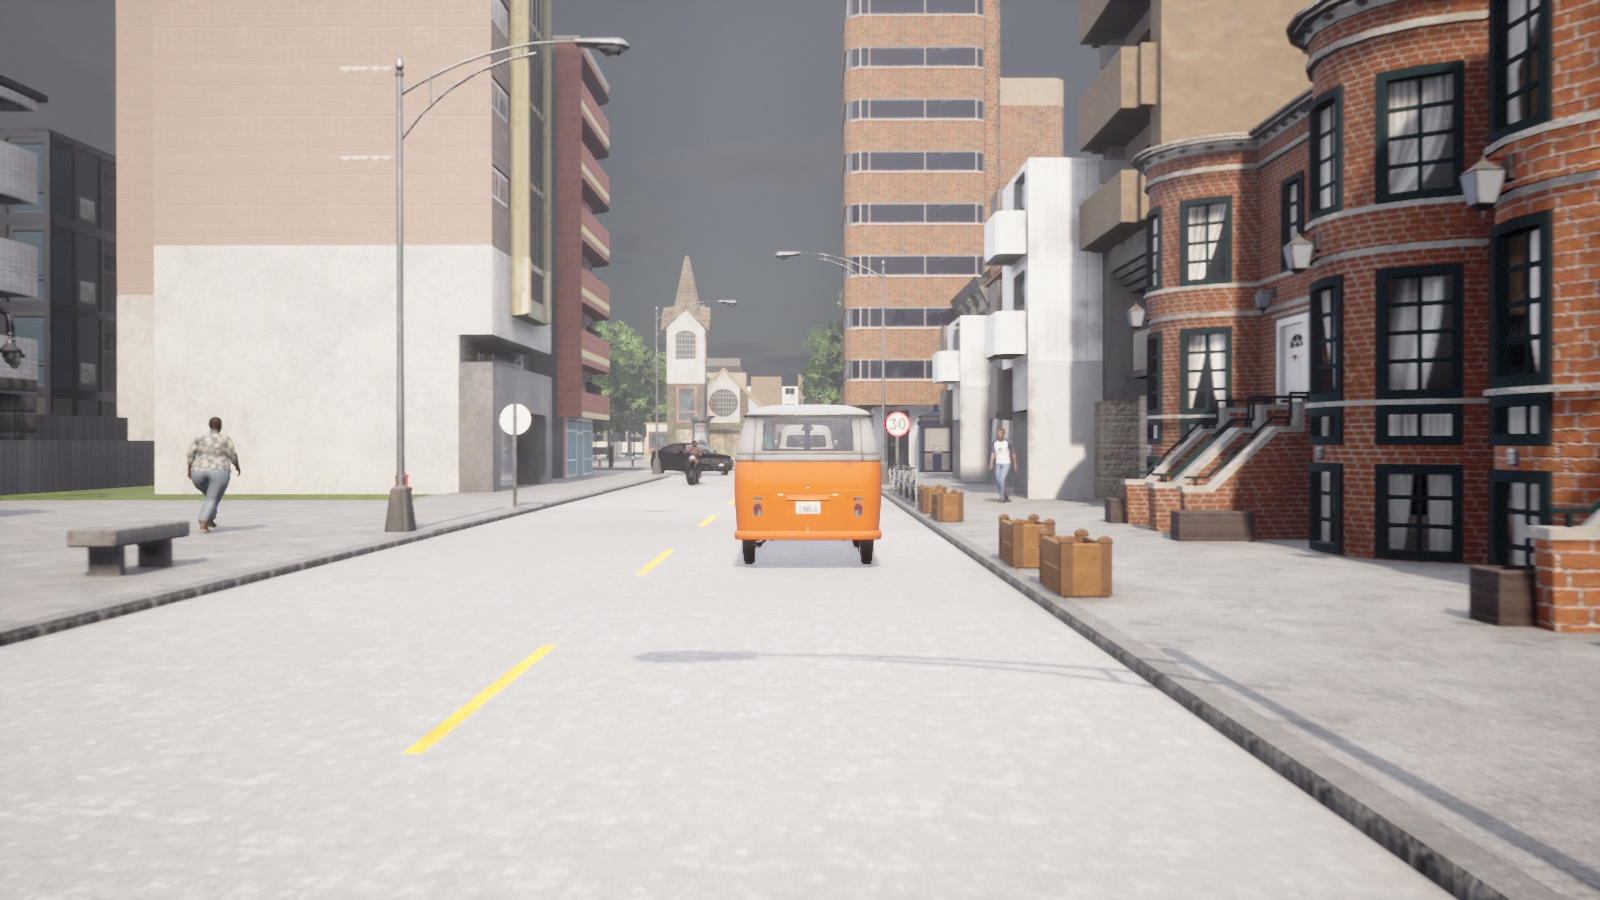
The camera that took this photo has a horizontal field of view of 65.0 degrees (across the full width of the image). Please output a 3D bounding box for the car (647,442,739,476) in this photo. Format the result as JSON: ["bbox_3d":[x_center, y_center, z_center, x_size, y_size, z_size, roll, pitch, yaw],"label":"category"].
[{"bbox_3d":[-5.046,0.391,58.588,1.882,1.535,5.008,0,0,-37],"label":"car"}]

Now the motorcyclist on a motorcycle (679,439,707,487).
[{"bbox_3d":[-3.782,0.443,44.511,0.766,1.649,2.350,0,0,0],"label":"motorcyclist on a motorcycle"}]

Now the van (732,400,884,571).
[{"bbox_3d":[0.101,0.404,16.871,1.775,1.987,4.442,0,0,0],"label":"van"}]

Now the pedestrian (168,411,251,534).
[{"bbox_3d":[-9.176,0.339,19.531,0.874,1.855,0.900,0,0,-1],"label":"pedestrian"}]

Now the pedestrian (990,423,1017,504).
[{"bbox_3d":[4.675,0.297,28.823,0.354,1.836,0.706,0,0,34],"label":"pedestrian"}]
